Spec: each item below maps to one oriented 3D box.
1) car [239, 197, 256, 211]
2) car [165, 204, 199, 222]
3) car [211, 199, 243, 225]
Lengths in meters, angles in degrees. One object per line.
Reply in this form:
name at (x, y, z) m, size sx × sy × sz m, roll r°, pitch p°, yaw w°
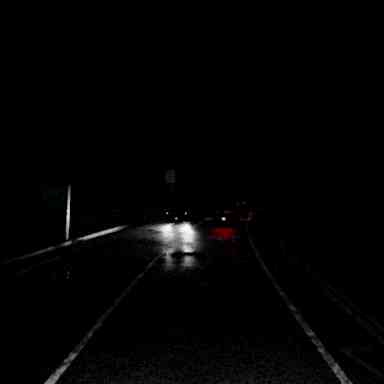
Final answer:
car at (6.716, 1.364, 41.423) m, size 2.097 × 1.767 × 4.553 m, roll -2°, pitch 0°, yaw 16°
car at (-0.752, 1.693, 27.190) m, size 1.895 × 1.301 × 4.718 m, roll -1°, pitch 0°, yaw 12°
car at (2.521, 1.533, 24.393) m, size 1.837 × 1.490 × 4.892 m, roll -1°, pitch 0°, yaw 10°
